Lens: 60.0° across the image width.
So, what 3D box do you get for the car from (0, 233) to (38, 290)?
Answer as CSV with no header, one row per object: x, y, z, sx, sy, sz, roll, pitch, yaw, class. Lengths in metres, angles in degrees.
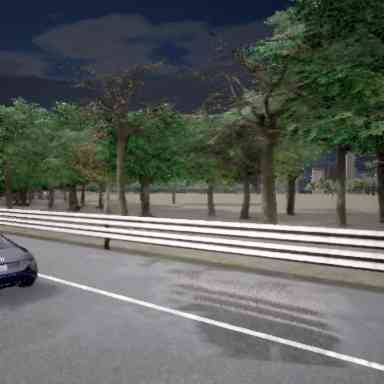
-5.664,1.598,8.232,4.181,1.385,1.994,0,0,37,car
